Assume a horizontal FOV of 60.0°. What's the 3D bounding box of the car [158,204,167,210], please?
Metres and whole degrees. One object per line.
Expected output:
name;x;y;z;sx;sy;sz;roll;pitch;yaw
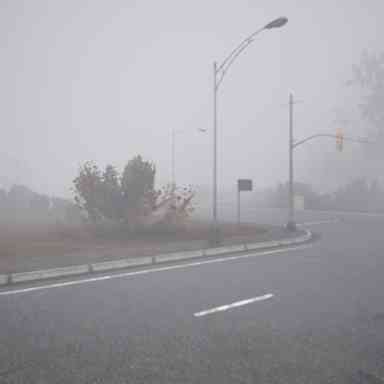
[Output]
car;-2.603;1.556;40.847;1.994;1.385;4.181;0;0;-39
